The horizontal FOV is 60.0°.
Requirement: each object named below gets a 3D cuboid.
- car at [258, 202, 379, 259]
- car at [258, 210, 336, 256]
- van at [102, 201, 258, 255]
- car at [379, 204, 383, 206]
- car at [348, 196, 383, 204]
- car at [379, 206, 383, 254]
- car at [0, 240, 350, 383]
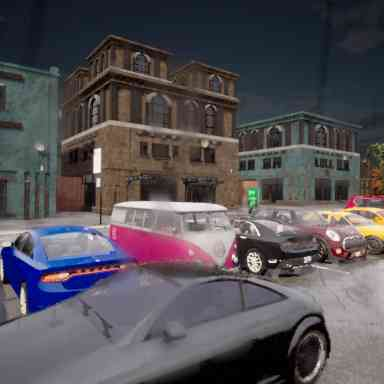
[{"bbox_3d":[3.935,1.355,12.309,2.185,1.767,4.553,0,0,-36],"label":"car"},{"bbox_3d":[1.592,1.482,10.586,2.231,1.521,4.892,0,0,-36],"label":"car"},{"bbox_3d":[-0.608,1.255,8.877,1.878,1.987,4.442,0,0,-36],"label":"van"},{"bbox_3d":[8.376,1.479,15.455,2.097,1.535,5.008,0,0,-36],"label":"car"},{"bbox_3d":[10.659,1.227,17.047,2.435,2.045,5.566,0,0,-36],"label":"car"},{"bbox_3d":[6.223,1.477,13.680,1.946,1.575,5.366,0,0,-36],"label":"car"},{"bbox_3d":[-0.320,1.564,3.766,4.181,1.385,1.994,0,0,-36],"label":"car"}]
